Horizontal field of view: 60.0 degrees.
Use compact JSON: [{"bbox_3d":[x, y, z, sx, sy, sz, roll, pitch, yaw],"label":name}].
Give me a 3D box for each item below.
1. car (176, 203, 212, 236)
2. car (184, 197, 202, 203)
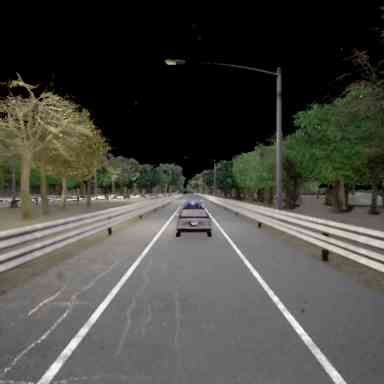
[{"bbox_3d":[0.098,1.543,18.342,2.033,1.411,5.357,0,0,0],"label":"car"},{"bbox_3d":[0.092,1.330,39.233,2.097,1.767,4.553,0,0,0],"label":"car"}]
